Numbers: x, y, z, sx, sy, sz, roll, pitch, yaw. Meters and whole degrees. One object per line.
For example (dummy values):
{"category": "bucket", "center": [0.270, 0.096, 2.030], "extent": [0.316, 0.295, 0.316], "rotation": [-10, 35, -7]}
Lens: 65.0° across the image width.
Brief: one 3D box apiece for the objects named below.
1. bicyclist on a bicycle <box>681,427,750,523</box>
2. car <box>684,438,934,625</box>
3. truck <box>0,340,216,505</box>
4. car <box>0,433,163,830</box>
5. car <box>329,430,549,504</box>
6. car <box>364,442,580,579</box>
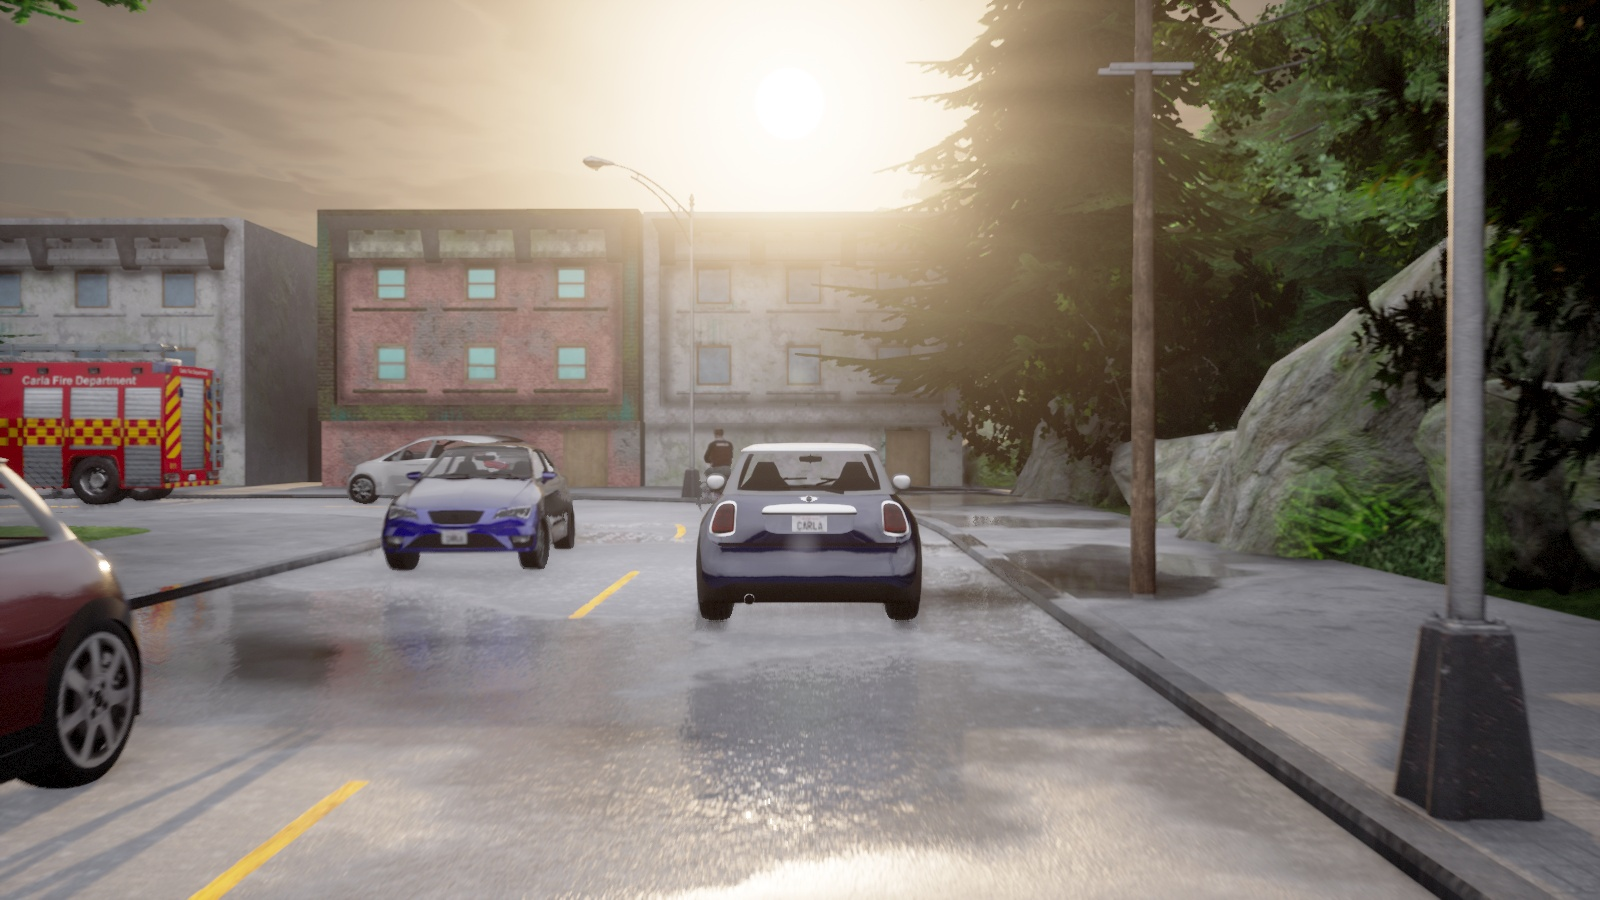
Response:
{"category": "bicyclist on a bicycle", "center": [-1.658, 0.444, 24.308], "extent": [0.659, 1.776, 1.843], "rotation": [-1, 1, -26]}
{"category": "car", "center": [0.082, 0.627, 11.821], "extent": [1.970, 1.475, 3.806], "rotation": [0, 0, 0]}
{"category": "truck", "center": [-19.145, -0.653, 30.644], "extent": [8.468, 3.827, 2.891], "rotation": [0, 0, 1]}
{"category": "car", "center": [-3.962, 0.680, 3.945], "extent": [1.970, 1.475, 3.806], "rotation": [0, 0, 0]}
{"category": "car", "center": [-8.610, 0.371, 30.039], "extent": [4.611, 1.667, 2.242], "rotation": [0, 0, 20]}
{"category": "car", "center": [-3.914, 0.645, 15.681], "extent": [1.816, 1.474, 4.193], "rotation": [0, 0, -3]}
